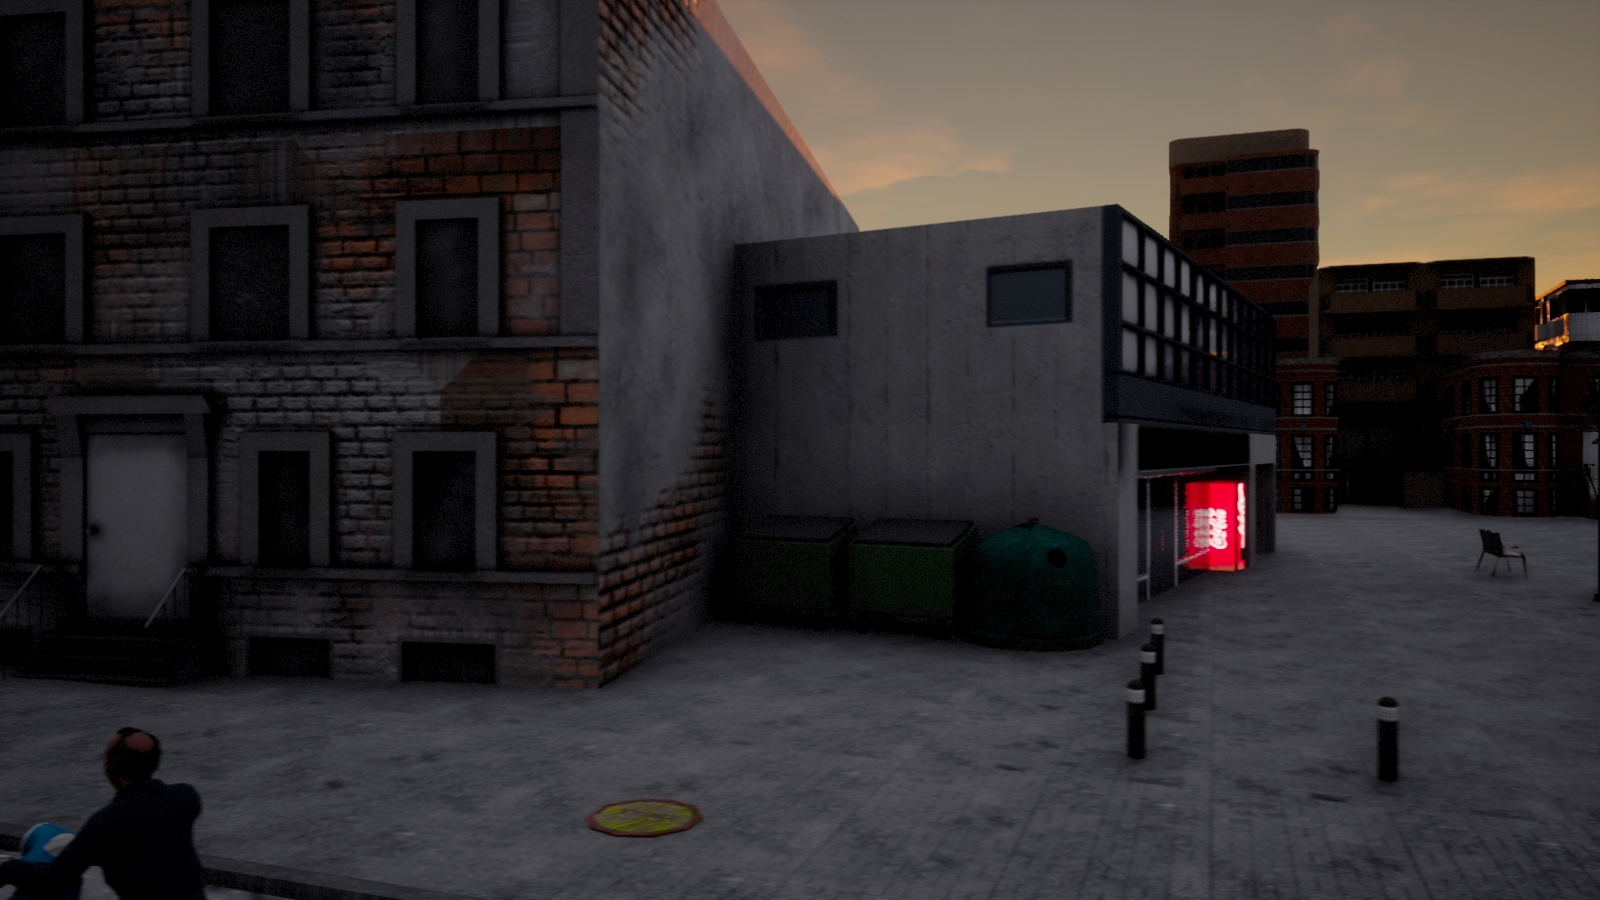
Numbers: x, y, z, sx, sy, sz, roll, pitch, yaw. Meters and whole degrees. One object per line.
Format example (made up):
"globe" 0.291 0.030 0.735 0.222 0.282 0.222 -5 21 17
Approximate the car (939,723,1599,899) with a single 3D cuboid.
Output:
"car" 2.928 1.840 2.775 4.892 1.480 2.231 0 0 20
